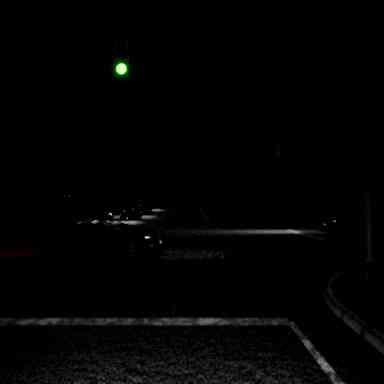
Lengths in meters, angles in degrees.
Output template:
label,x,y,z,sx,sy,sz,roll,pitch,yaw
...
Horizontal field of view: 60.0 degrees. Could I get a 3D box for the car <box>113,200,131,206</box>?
label,x,y,z,sx,sy,sz,roll,pitch,yaw
car,-10.553,2.293,50.067,2.150,2.045,5.566,0,0,0

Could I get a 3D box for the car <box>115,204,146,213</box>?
label,x,y,z,sx,sy,sz,roll,pitch,yaw
car,-7.072,2.534,39.043,2.033,1.411,5.357,0,-1,0

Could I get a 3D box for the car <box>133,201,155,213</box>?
label,x,y,z,sx,sy,sz,roll,pitch,yaw
car,-7.058,2.550,49.288,1.882,1.535,5.008,0,0,0

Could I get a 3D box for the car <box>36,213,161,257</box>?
label,x,y,z,sx,sy,sz,roll,pitch,yaw
car,-3.734,1.750,13.525,4.902,1.511,2.128,0,-2,3

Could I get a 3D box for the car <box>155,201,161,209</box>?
label,x,y,z,sx,sy,sz,roll,pitch,yaw
car,-6.974,2.450,64.119,2.033,1.411,5.357,0,1,0

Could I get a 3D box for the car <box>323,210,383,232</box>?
label,x,y,z,sx,sy,sz,roll,pitch,yaw
car,12.010,2.076,24.009,4.902,1.511,2.128,0,-2,-2

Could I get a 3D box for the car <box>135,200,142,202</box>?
label,x,y,z,sx,sy,sz,roll,pitch,yaw
car,-10.475,2.390,65.045,1.837,1.490,4.892,0,1,0

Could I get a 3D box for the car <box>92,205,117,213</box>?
label,x,y,z,sx,sy,sz,roll,pitch,yaw
car,-10.569,2.550,38.998,1.994,1.385,4.181,0,-1,0
